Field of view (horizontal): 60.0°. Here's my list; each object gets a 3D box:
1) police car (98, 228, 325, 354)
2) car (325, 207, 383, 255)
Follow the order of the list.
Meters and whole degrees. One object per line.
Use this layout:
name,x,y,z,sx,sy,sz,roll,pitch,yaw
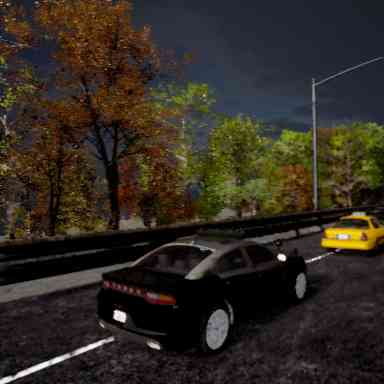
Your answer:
police car,0.678,1.554,6.632,1.930,1.638,5.238,-2,-1,41
car,7.271,1.648,14.260,1.801,1.575,5.366,-2,-1,41
